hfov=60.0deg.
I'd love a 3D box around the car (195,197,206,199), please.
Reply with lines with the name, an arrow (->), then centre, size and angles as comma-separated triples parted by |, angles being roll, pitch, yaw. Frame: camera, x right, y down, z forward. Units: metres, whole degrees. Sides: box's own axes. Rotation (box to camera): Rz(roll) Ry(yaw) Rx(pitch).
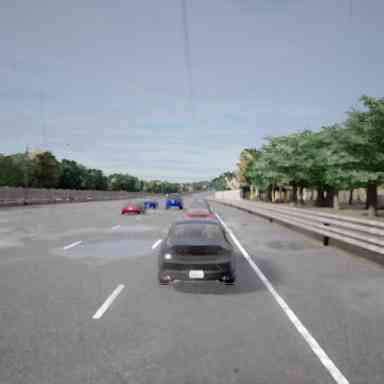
car -> 0.933, 1.460, 36.921 | 2.097, 1.767, 4.553 | 0, 0, 1

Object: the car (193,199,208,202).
car -> 0.599, 1.542, 27.399 | 1.837, 1.490, 4.892 | 0, -1, 2

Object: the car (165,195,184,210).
car -> -2.397, 1.386, 45.958 | 2.150, 2.045, 5.566 | 0, 0, 2

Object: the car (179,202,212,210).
car -> 0.394, 1.524, 19.837 | 1.812, 1.442, 4.674 | 0, 0, 2

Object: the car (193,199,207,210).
car -> 1.130, 1.719, 47.144 | 1.812, 1.442, 4.674 | 0, 0, 1

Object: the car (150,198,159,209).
car -> -5.873, 1.629, 47.081 | 1.882, 1.535, 5.008 | 0, 0, 1

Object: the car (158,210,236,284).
car -> 0.141, 1.488, 9.484 | 1.837, 1.490, 4.892 | 0, 0, 1

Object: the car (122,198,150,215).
car -> -6.105, 1.625, 35.346 | 1.994, 1.385, 4.181 | 0, 0, 2
